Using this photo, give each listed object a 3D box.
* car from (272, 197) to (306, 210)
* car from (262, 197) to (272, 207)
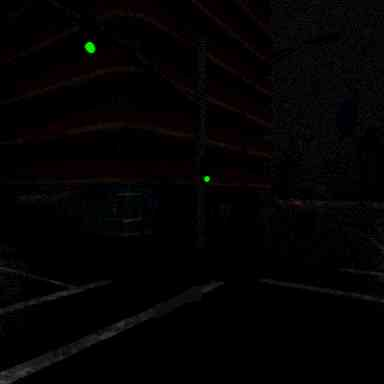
[{"bbox_3d":[13.730,1.672,46.240,1.812,1.442,4.674,0,0,-28],"label":"car"},{"bbox_3d":[11.763,1.533,55.305,2.097,1.767,4.553,0,0,-38],"label":"car"}]
